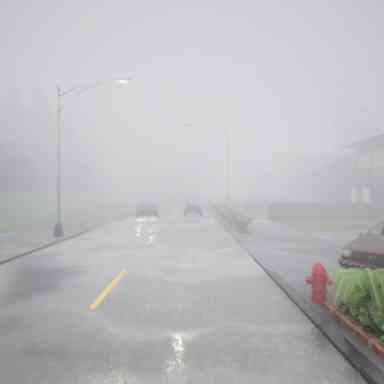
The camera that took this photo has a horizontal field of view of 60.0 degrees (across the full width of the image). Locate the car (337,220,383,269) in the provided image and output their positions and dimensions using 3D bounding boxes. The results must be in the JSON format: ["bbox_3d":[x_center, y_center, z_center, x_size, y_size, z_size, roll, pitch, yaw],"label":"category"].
[{"bbox_3d":[6.315,1.486,9.654,5.357,1.415,2.033,0,0,-40],"label":"car"}]

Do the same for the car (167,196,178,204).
[{"bbox_3d":[-3.950,1.556,68.217,2.097,1.767,4.553,0,0,0],"label":"car"}]

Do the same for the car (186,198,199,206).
[{"bbox_3d":[0.120,1.727,58.623,2.033,1.411,5.357,0,0,2],"label":"car"}]

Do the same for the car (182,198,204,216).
[{"bbox_3d":[0.116,1.631,33.970,1.812,1.442,4.674,0,0,0],"label":"car"}]

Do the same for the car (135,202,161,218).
[{"bbox_3d":[-4.075,1.661,31.279,1.994,1.385,4.181,0,0,0],"label":"car"}]
